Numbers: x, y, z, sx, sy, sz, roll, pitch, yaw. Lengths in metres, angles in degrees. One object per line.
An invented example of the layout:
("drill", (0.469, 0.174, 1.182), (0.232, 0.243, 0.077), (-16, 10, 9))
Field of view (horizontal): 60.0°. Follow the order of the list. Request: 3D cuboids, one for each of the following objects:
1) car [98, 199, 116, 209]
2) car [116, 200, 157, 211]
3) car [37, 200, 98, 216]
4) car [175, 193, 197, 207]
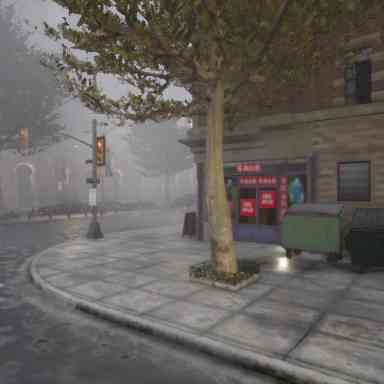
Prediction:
("car", (-11.997, 1.588, 45.119), (1.895, 1.301, 4.718), (0, 0, 36))
("car", (-6.600, 1.595, 41.234), (1.895, 1.301, 4.718), (0, 0, 36))
("car", (-12.499, 1.542, 33.152), (2.033, 1.411, 5.357), (0, 0, 36))
("car", (-0.258, 1.216, 49.902), (2.150, 2.045, 5.566), (0, 0, 36))
